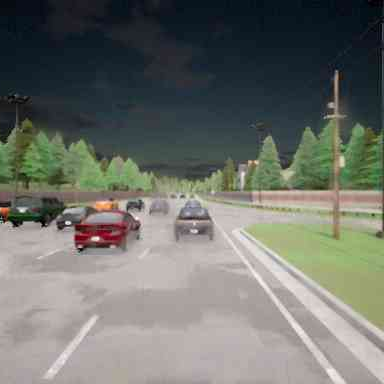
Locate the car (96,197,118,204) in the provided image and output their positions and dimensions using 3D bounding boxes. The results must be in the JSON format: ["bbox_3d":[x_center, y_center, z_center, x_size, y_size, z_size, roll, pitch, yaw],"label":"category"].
[{"bbox_3d":[-10.401,1.437,40.691,2.097,1.767,4.553,0,0,0],"label":"car"}]

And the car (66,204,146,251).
[{"bbox_3d":[-3.400,1.507,14.192,1.882,1.535,5.008,0,0,0],"label":"car"}]

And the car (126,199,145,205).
[{"bbox_3d":[-6.902,1.590,41.007,1.837,1.490,4.892,0,0,0],"label":"car"}]

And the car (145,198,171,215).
[{"bbox_3d":[-3.401,1.621,35.457,2.033,1.411,5.357,0,0,0],"label":"car"}]

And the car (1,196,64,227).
[{"bbox_3d":[-10.402,1.270,23.073,2.150,2.045,5.566,0,0,0],"label":"car"}]

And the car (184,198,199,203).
[{"bbox_3d":[0.099,1.621,35.539,2.033,1.411,5.357,0,0,0],"label":"car"}]

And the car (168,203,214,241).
[{"bbox_3d":[0.099,1.527,17.070,2.128,1.511,4.902,0,0,0],"label":"car"}]

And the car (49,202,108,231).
[{"bbox_3d":[-6.914,1.569,20.832,1.812,1.442,4.674,0,0,0],"label":"car"}]
